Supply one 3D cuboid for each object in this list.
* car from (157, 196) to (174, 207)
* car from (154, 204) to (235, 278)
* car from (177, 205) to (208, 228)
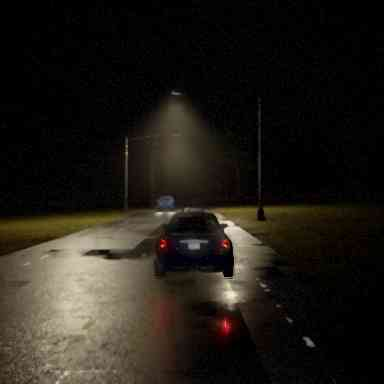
[{"bbox_3d":[-3.609,1.634,46.239,2.150,2.045,5.566,0,-1,0],"label":"car"},{"bbox_3d":[0.066,1.405,10.482,2.097,1.767,4.553,0,-1,0],"label":"car"},{"bbox_3d":[0.057,1.740,24.782,2.033,1.411,5.357,0,-1,0],"label":"car"}]
